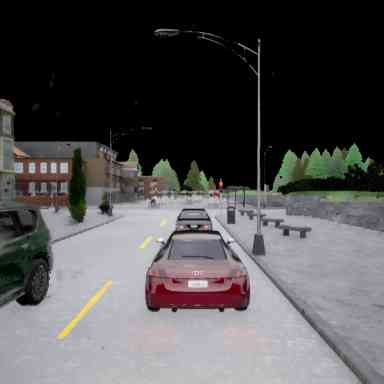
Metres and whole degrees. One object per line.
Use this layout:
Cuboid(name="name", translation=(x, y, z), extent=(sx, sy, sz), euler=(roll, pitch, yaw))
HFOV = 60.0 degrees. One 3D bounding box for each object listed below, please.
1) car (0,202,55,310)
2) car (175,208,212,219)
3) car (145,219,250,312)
Cuboid(name="car", translation=(-4.104, 1.221, 5.126), extent=(2.150, 2.045, 5.566), euler=(0, 0, 0))
Cuboid(name="car", translation=(0.084, 1.547, 17.013), extent=(2.033, 1.411, 5.357), euler=(0, 0, 0))
Cuboid(name="car", translation=(0.095, 1.564, 7.777), extent=(1.994, 1.385, 4.181), euler=(0, 0, 0))
